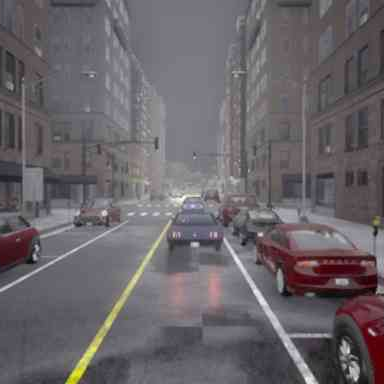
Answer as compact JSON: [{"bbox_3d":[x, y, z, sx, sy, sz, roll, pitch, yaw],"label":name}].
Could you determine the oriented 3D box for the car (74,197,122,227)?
[{"bbox_3d":[-5.388,1.110,19.444,1.967,1.590,4.097,0,1,0],"label":"car"}]

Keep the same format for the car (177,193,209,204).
[{"bbox_3d":[0.095,1.081,27.400,2.033,1.411,5.357,0,1,0],"label":"car"}]

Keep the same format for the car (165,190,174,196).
[{"bbox_3d":[-5.406,0.199,79.515,1.887,1.381,4.507,0,1,0],"label":"car"}]

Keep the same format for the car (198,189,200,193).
[{"bbox_3d":[2.688,0.249,63.003,2.192,1.841,5.009,0,1,0],"label":"car"}]

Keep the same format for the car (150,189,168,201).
[{"bbox_3d":[-5.418,0.435,51.996,2.192,1.841,5.009,0,1,0],"label":"car"}]

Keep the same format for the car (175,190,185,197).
[{"bbox_3d":[-2.749,0.220,76.910,2.128,1.511,4.902,0,1,0],"label":"car"}]

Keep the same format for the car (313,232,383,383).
[{"bbox_3d":[2.637,1.397,2.400,1.967,1.590,4.097,0,1,0],"label":"car"}]

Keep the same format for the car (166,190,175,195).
[{"bbox_3d":[-5.404,0.106,85.018,1.887,1.381,4.507,0,1,0],"label":"car"}]

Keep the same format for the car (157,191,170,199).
[{"bbox_3d":[-5.413,0.485,63.006,2.008,1.369,4.403,0,1,0],"label":"car"}]

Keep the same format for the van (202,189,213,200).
[{"bbox_3d":[2.692,0.368,57.501,1.690,1.788,3.998,0,1,0],"label":"van"}]

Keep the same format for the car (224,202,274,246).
[{"bbox_3d":[2.637,1.317,13.765,2.008,1.369,4.403,0,1,0],"label":"car"}]

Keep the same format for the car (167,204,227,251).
[{"bbox_3d":[0.102,1.379,13.020,1.895,1.301,4.718,0,1,0],"label":"car"}]

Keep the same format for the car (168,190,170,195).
[{"bbox_3d":[-5.416,0.593,57.503,1.947,1.339,4.313,0,1,0],"label":"car"}]

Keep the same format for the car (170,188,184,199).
[{"bbox_3d":[-2.780,0.484,61.539,1.812,1.442,4.674,0,1,1],"label":"car"}]

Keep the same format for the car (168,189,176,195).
[{"bbox_3d":[-5.402,0.019,90.521,2.008,1.369,4.403,0,1,0],"label":"car"}]

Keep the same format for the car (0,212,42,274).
[{"bbox_3d":[-5.388,1.302,8.081,1.967,1.590,4.097,0,1,0],"label":"car"}]

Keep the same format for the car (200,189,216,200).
[{"bbox_3d":[2.701,0.528,46.494,2.192,1.841,5.009,0,1,0],"label":"car"}]

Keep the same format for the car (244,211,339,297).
[{"bbox_3d":[2.637,1.406,8.083,1.887,1.381,4.507,0,1,0],"label":"car"}]

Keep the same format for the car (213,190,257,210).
[{"bbox_3d":[2.637,0.985,19.442,2.192,1.841,5.009,0,1,0],"label":"car"}]
